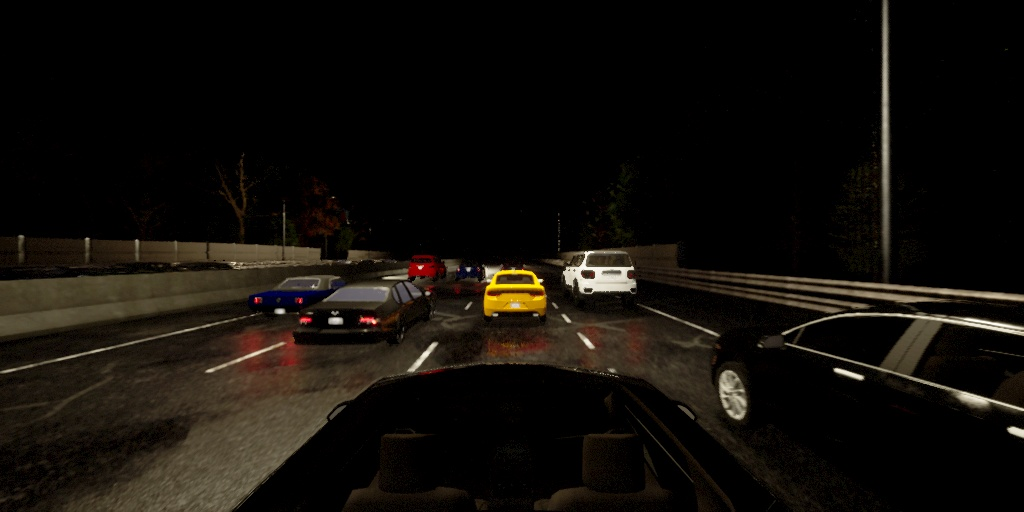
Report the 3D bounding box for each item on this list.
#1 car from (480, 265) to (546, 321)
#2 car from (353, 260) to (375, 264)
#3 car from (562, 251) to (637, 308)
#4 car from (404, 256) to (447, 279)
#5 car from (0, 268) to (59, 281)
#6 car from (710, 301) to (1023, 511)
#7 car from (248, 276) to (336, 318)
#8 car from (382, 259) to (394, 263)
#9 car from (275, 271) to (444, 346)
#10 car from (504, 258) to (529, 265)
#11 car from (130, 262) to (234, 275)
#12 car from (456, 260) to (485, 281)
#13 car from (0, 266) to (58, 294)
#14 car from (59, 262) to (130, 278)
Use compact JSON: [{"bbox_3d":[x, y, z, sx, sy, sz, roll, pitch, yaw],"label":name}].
[{"bbox_3d":[0.096,1.239,12.604,1.882,1.535,5.008,0,0,0],"label":"car"},{"bbox_3d":[-24.537,1.365,60.563,1.812,1.442,4.674,0,0,0],"label":"car"},{"bbox_3d":[3.495,0.819,15.234,2.150,2.045,5.566,0,0,0],"label":"car"},{"bbox_3d":[-6.911,1.007,29.692,2.150,2.045,5.566,0,0,0],"label":"car"},{"bbox_3d":[-24.604,1.333,19.851,1.994,1.385,4.181,0,0,0],"label":"car"},{"bbox_3d":[3.341,1.081,2.560,1.837,1.490,4.892,0,0,2],"label":"car"},{"bbox_3d":[-6.905,1.362,12.903,1.895,1.301,4.718,0,0,0],"label":"car"},{"bbox_3d":[-21.048,1.336,61.444,2.128,1.511,4.902,0,0,1],"label":"car"},{"bbox_3d":[-3.401,1.305,9.428,2.033,1.411,5.357,0,0,0],"label":"car"},{"bbox_3d":[0.089,1.139,30.258,2.097,1.767,4.553,0,0,0],"label":"car"},{"bbox_3d":[-17.605,1.122,19.898,2.097,1.767,4.553,0,0,0],"label":"car"},{"bbox_3d":[-3.411,1.138,30.259,2.097,1.767,4.553,0,0,0],"label":"car"},{"bbox_3d":[-28.106,1.315,18.689,2.033,1.411,5.357,0,0,0],"label":"car"},{"bbox_3d":[-21.104,1.122,19.898,2.097,1.767,4.553,0,0,0],"label":"car"}]
